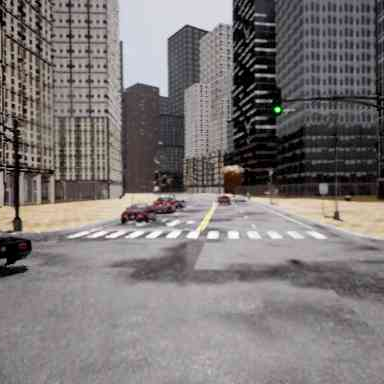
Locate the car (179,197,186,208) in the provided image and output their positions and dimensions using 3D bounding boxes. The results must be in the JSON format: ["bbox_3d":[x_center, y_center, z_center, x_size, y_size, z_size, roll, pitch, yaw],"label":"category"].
[{"bbox_3d":[-1.987,1.415,45.657,2.128,1.511,4.902,-1,0,6],"label":"car"}]

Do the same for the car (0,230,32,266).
[{"bbox_3d":[-7.232,1.631,10.100,4.718,1.301,1.895,0,1,26],"label":"car"}]

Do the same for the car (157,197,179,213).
[{"bbox_3d":[-2.980,1.315,35.414,2.097,1.767,4.553,-1,0,6],"label":"car"}]

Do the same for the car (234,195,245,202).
[{"bbox_3d":[9.158,1.257,64.352,1.812,1.442,4.674,-1,0,2],"label":"car"}]

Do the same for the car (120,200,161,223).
[{"bbox_3d":[-3.964,1.565,25.213,1.994,1.385,4.181,-1,0,6],"label":"car"}]

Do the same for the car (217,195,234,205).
[{"bbox_3d":[5.467,1.333,55.326,1.812,1.442,4.674,-1,0,3],"label":"car"}]

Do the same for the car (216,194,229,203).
[{"bbox_3d":[5.952,1.257,65.501,2.128,1.511,4.902,-1,0,2],"label":"car"}]
